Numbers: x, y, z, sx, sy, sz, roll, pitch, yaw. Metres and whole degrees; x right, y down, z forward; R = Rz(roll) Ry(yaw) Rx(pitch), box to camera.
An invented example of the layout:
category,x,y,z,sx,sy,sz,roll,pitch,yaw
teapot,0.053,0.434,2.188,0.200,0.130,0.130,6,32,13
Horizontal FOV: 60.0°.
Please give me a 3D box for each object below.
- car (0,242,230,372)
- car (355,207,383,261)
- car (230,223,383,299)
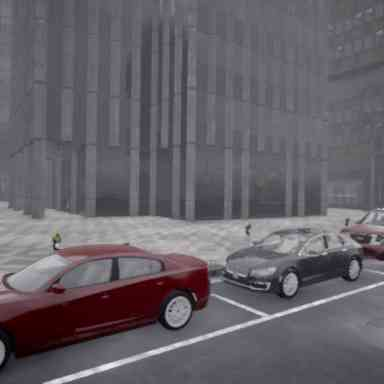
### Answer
category,x,y,z,sx,sy,sz,roll,pitch,yaw
car,-1.751,1.566,5.395,4.507,1.381,1.887,1,0,-35
car,7.247,1.481,11.813,5.009,1.841,2.192,1,0,-35
car,2.747,1.644,8.604,4.403,1.369,2.008,1,0,-35
